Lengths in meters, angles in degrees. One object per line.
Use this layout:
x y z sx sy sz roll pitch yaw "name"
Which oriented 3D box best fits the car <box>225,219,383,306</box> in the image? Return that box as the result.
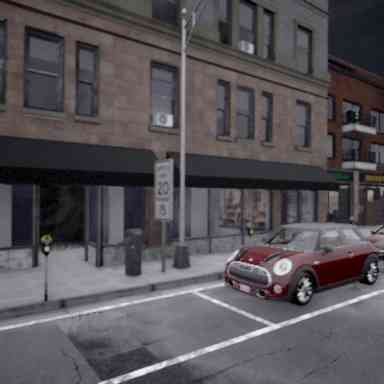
2.740 1.512 8.140 4.097 1.590 1.967 1 0 -35 "car"
